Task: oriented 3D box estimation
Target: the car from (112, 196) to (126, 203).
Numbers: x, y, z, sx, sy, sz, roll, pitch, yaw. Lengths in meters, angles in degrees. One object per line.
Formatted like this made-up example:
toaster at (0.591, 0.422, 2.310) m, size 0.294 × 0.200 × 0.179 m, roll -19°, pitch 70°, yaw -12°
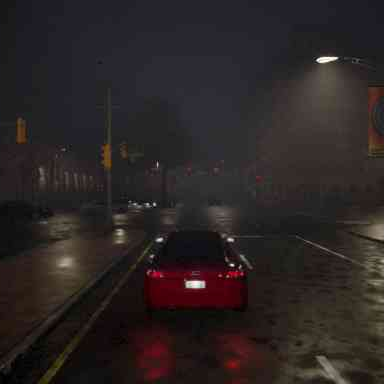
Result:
car at (-14.783, 1.595, 67.851) m, size 1.895 × 1.301 × 4.718 m, roll 0°, pitch 0°, yaw 0°

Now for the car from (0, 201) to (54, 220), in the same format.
car at (-14.014, 1.477, 27.320) m, size 5.008 × 1.535 × 1.882 m, roll 0°, pitch 0°, yaw 0°

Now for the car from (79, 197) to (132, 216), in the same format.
car at (-8.467, 1.526, 32.162) m, size 4.674 × 1.442 × 1.812 m, roll 0°, pitch 0°, yaw -17°

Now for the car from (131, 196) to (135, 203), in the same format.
car at (-11.610, 1.564, 56.895) m, size 1.994 × 1.385 × 4.181 m, roll 0°, pitch 0°, yaw 0°

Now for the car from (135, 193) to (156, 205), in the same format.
car at (-8.109, 1.221, 58.610) m, size 2.150 × 2.045 × 5.566 m, roll 0°, pitch 0°, yaw 0°

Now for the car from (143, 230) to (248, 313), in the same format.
car at (0.071, 1.564, 7.746) m, size 1.994 × 1.385 × 4.181 m, roll 0°, pitch 0°, yaw 0°

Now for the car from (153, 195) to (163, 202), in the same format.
car at (-8.039, 1.500, 78.613) m, size 1.837 × 1.490 × 4.892 m, roll 0°, pitch 0°, yaw 0°

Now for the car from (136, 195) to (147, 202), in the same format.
car at (-11.538, 1.478, 76.608) m, size 1.882 × 1.535 × 5.008 m, roll 0°, pitch 0°, yaw 0°

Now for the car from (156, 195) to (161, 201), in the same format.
car at (-8.038, 1.601, 68.409) m, size 1.895 × 1.301 × 4.718 m, roll 0°, pitch 0°, yaw 0°

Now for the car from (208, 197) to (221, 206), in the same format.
car at (3.563, 1.526, 53.239) m, size 1.812 × 1.442 × 4.674 m, roll 0°, pitch 0°, yaw 0°

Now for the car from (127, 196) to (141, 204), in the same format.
car at (-11.559, 1.564, 66.189) m, size 1.994 × 1.385 × 4.181 m, roll 0°, pitch 0°, yaw 0°
